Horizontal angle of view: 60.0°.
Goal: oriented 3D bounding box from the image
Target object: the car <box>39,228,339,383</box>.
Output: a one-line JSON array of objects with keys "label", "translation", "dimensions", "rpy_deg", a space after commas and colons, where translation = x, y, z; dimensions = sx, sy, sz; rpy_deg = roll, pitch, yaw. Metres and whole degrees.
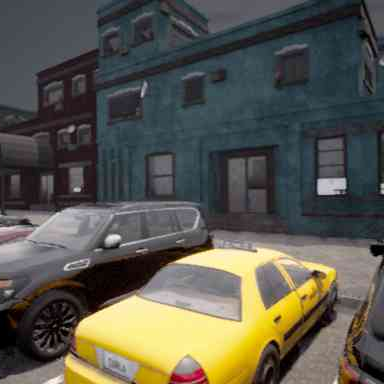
[{"label": "car", "translation": [0.824, 1.482, 4.994], "dimensions": [1.946, 1.575, 5.366], "rpy_deg": [0, 0, 35]}]

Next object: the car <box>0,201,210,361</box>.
[{"label": "car", "translation": [-1.665, 1.242, 6.507], "dimensions": [2.435, 2.045, 5.566], "rpy_deg": [0, 0, 35]}]
